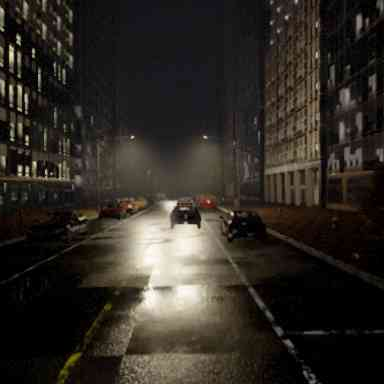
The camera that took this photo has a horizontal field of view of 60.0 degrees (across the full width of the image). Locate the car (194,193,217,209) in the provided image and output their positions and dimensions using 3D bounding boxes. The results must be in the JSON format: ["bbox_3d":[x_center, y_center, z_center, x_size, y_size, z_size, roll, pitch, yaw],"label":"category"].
[{"bbox_3d":[1.756,1.187,38.435,2.192,1.841,5.009,-1,0,-1],"label":"car"}]

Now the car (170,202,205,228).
[{"bbox_3d":[-0.420,1.534,21.681,1.895,1.301,4.718,0,0,-1],"label":"car"}]

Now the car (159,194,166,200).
[{"bbox_3d":[-7.883,1.322,89.366,1.802,1.307,4.206,-1,0,-1],"label":"car"}]

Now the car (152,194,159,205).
[{"bbox_3d":[-7.040,1.417,55.274,1.947,1.339,4.313,-1,0,-1],"label":"car"}]

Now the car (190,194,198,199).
[{"bbox_3d":[0.495,1.258,89.573,2.008,1.369,4.403,-1,0,-1],"label":"car"}]

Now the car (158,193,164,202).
[{"bbox_3d":[-7.321,1.365,66.638,2.008,1.369,4.403,-1,0,-1],"label":"car"}]

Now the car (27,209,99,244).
[{"bbox_3d":[-6.057,1.525,15.501,2.008,1.369,4.403,-1,0,-1],"label":"car"}]

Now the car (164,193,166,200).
[{"bbox_3d":[-7.603,1.218,78.001,1.967,1.590,4.097,-1,0,-1],"label":"car"}]

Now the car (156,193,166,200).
[{"bbox_3d":[-7.745,1.074,83.683,2.192,1.841,5.009,-1,0,-1],"label":"car"}]

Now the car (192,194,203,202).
[{"bbox_3d":[1.055,1.222,66.845,1.967,1.590,4.097,-1,0,-1],"label":"car"}]

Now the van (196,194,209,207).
[{"bbox_3d":[1.476,1.177,49.799,1.690,1.788,3.998,-1,0,-1],"label":"van"}]

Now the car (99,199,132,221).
[{"bbox_3d":[-6.338,1.522,26.864,1.802,1.307,4.206,-1,0,-1],"label":"car"}]

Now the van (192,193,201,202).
[{"bbox_3d":[0.914,1.104,72.526,1.690,1.788,3.998,-1,0,-1],"label":"van"}]

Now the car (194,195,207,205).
[{"bbox_3d":[1.337,1.258,55.481,1.967,1.590,4.097,-1,0,-1],"label":"car"}]

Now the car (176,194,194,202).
[{"bbox_3d":[-0.882,1.367,40.600,2.128,1.511,4.902,0,0,-1],"label":"car"}]

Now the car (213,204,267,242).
[{"bbox_3d":[2.321,1.492,15.708,2.008,1.369,4.403,-1,0,-1],"label":"car"}]

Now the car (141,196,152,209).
[{"bbox_3d":[-6.755,1.413,43.741,1.752,1.417,4.829,-1,0,-1],"label":"car"}]

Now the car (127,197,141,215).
[{"bbox_3d":[-6.480,1.362,32.546,1.967,1.590,4.097,-1,0,-1],"label":"car"}]
